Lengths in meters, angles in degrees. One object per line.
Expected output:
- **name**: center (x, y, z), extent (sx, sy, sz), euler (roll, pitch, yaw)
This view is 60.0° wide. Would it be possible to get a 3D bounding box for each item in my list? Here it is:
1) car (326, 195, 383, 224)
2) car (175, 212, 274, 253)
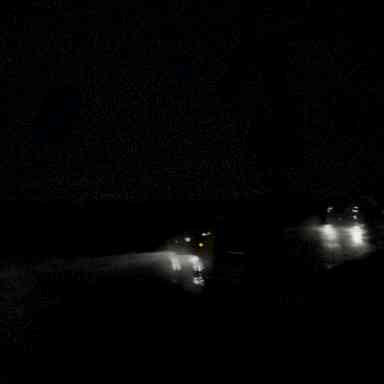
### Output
- **car**: center (10.542, 1.025, 21.571), extent (4.553, 1.767, 2.097), euler (-2, -1, -43)
- **car**: center (1.369, 1.495, 13.336), extent (4.181, 1.385, 1.994), euler (-2, -1, -39)
